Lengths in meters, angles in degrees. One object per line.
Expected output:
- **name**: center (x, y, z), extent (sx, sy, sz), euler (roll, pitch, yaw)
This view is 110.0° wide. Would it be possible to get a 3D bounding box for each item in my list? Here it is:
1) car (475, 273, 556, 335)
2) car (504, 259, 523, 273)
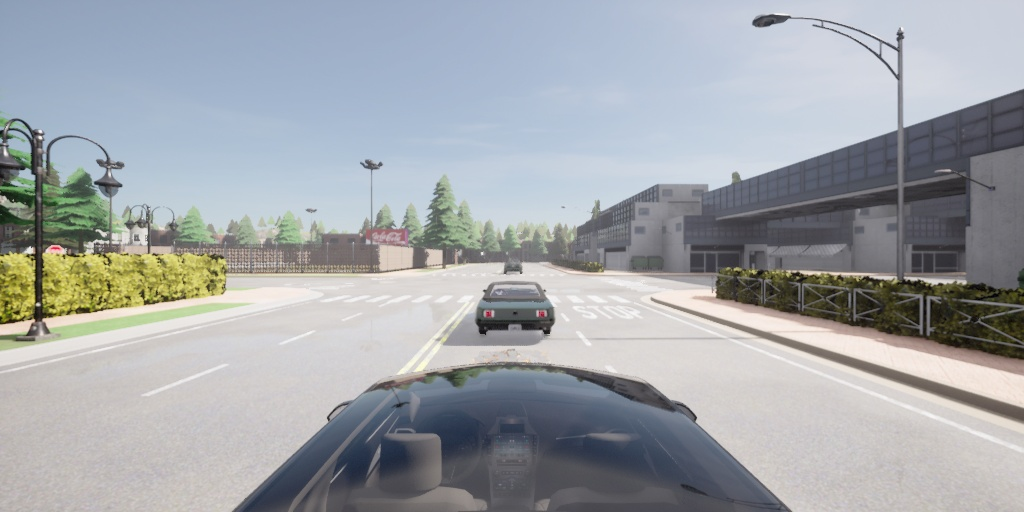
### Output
- **car**: center (0.074, 1.360, 10.471), extent (1.895, 1.301, 4.718), euler (0, 0, 0)
- **car**: center (0.158, 1.144, 42.006), extent (2.097, 1.767, 4.553), euler (0, 0, 0)
